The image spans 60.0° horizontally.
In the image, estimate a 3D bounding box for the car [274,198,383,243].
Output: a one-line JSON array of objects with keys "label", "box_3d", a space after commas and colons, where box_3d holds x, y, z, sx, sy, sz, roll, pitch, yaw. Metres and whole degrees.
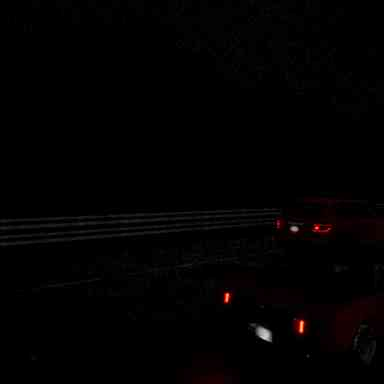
[{"label": "car", "box_3d": [5.349, 1.234, 11.861, 5.566, 2.045, 2.150, 0, 0, -36]}]

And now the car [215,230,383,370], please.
[{"label": "car", "box_3d": [2.767, 1.606, 5.720, 4.718, 1.301, 1.895, 0, 0, -35]}]
